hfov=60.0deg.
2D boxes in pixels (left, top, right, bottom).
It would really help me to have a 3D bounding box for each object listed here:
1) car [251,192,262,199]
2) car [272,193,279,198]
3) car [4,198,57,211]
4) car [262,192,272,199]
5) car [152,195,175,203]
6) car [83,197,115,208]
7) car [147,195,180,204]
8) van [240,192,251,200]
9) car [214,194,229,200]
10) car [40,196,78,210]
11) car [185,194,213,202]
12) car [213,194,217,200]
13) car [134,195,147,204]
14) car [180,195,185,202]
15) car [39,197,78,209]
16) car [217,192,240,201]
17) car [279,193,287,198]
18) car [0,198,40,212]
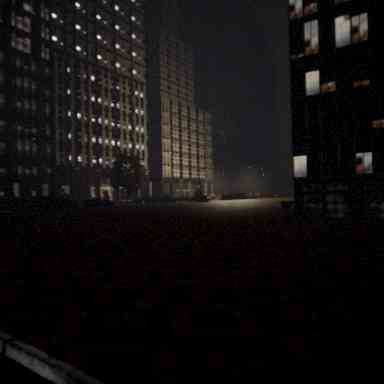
[{"bbox_3d":[14.019,0.972,77.982,1.967,1.590,4.097,-2,-1,35],"label":"car"},{"bbox_3d":[20.451,1.052,87.113,1.947,1.339,4.313,-2,-1,35],"label":"car"},{"bbox_3d":[-19.200,1.460,39.760,2.033,1.411,5.357,-2,-1,35],"label":"car"},{"bbox_3d":[17.223,0.824,82.555,2.192,1.841,5.009,-2,-1,35],"label":"car"},{"bbox_3d":[-5.400,1.402,64.203,1.887,1.381,4.507,-2,-1,35],"label":"car"},{"bbox_3d":[-11.518,1.311,41.325,1.802,1.307,4.206,-2,-1,35],"label":"car"},{"bbox_3d":[-5.099,1.342,59.913,2.033,1.411,5.357,-2,-1,35],"label":"car"},{"bbox_3d":[10.815,0.896,73.406,1.690,1.788,3.998,-2,-1,35],"label":"van"},{"bbox_3d":[7.362,1.310,82.583,1.887,1.381,4.507,-2,-1,35],"label":"car"},{"bbox_3d":[-14.706,1.197,36.739,1.967,1.590,4.097,-2,-1,35],"label":"car"},{"bbox_3d":[1.327,1.150,59.806,1.752,1.417,4.829,-2,-1,35],"label":"car"},{"bbox_3d":[4.169,1.228,77.989,1.967,1.590,4.097,-2,-1,35],"label":"car"},{"bbox_3d":[-8.593,1.323,59.609,1.967,1.590,4.097,-2,-1,35],"label":"car"},{"bbox_3d":[-2.209,1.385,68.798,2.008,1.369,4.403,-2,-1,35],"label":"car"},{"bbox_3d":[-18.259,1.487,45.684,1.752,1.417,4.829,-2,-1,35],"label":"car"},{"bbox_3d":[7.605,1.018,68.838,1.967,1.590,4.097,-2,-1,35],"label":"car"},{"bbox_3d":[23.732,0.990,91.841,1.752,1.417,4.829,-2,-1,35],"label":"car"},{"bbox_3d":[-17.793,1.309,32.290,1.752,1.417,4.829,-2,-1,35],"label":"car"}]
